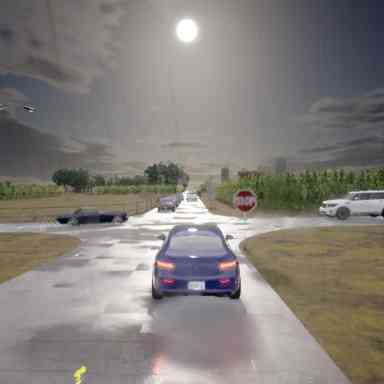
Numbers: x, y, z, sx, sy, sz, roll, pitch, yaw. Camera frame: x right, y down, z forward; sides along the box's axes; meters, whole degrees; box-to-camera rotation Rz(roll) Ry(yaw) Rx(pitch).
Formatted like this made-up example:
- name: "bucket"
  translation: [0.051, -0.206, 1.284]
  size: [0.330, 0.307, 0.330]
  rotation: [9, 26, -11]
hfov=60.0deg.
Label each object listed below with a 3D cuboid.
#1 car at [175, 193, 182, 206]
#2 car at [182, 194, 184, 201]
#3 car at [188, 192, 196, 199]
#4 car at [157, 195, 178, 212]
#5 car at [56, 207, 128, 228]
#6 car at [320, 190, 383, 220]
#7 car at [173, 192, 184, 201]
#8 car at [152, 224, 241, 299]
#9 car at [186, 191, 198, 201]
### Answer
- name: "car"
  translation: [-2.862, 1.285, 46.971]
  size: [1.882, 1.535, 5.008]
  rotation: [0, 0, 0]
- name: "car"
  translation: [-2.850, 1.320, 57.111]
  size: [1.895, 1.301, 4.718]
  rotation: [0, 1, 0]
- name: "car"
  translation: [-0.034, 0.818, 79.429]
  size: [1.812, 1.442, 4.674]
  rotation: [0, 1, 0]
- name: "car"
  translation: [-2.807, 1.386, 37.147]
  size: [1.837, 1.490, 4.892]
  rotation: [0, 0, -2]
- name: "car"
  translation: [-6.856, 1.680, 23.122]
  size: [4.718, 1.301, 1.895]
  rotation: [-1, 0, -20]
- name: "car"
  translation: [12.447, 0.933, 24.651]
  size: [5.566, 2.045, 2.150]
  rotation: [-1, 0, 0]
- name: "car"
  translation: [-2.780, 0.941, 69.265]
  size: [2.097, 1.767, 4.553]
  rotation: [0, 1, 0]
- name: "car"
  translation: [0.089, 1.525, 8.308]
  size: [1.812, 1.442, 4.674]
  rotation: [0, 0, 0]
- name: "car"
  translation: [-0.030, 0.813, 69.038]
  size: [2.150, 2.045, 5.566]
  rotation: [0, 1, 0]
